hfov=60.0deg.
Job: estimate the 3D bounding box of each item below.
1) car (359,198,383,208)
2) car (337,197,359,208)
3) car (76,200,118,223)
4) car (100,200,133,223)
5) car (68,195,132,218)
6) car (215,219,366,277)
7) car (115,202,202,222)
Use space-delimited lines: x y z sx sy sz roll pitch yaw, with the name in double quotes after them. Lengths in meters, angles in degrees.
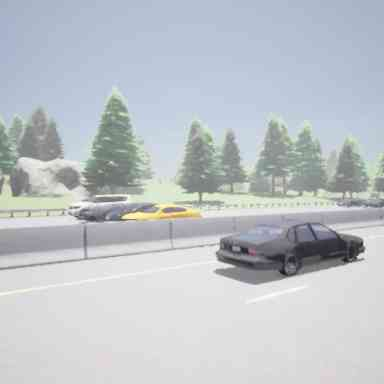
27.641 1.653 49.365 5.357 1.411 2.033 0 0 -34 "car"
24.347 1.595 51.339 4.902 1.511 2.128 0 0 -35 "car"
-5.752 1.571 25.680 5.357 1.411 2.033 0 0 -35 "car"
-3.497 1.528 22.989 4.892 1.490 1.837 0 0 -35 "car"
-7.677 1.244 28.604 5.566 2.045 2.150 0 0 -35 "car"
3.223 1.566 10.341 5.357 1.411 2.033 0 0 -35 "car"
-1.731 1.500 19.950 5.008 1.535 1.882 0 0 -35 "car"
